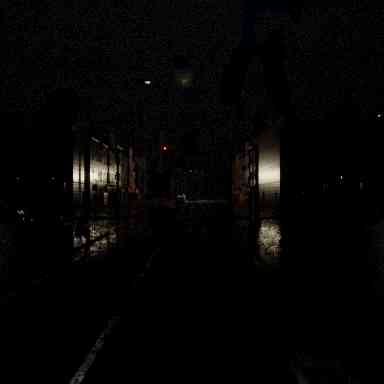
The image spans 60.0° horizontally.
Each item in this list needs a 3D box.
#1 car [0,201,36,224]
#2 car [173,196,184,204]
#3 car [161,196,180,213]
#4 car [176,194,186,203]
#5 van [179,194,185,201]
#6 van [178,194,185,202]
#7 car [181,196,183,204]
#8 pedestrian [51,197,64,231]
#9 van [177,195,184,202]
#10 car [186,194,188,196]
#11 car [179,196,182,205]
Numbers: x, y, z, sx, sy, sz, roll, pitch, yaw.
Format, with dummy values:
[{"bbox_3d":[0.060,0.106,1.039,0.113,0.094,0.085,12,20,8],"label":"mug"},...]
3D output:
[{"bbox_3d":[-13.472,1.380,23.286,4.553,1.767,2.097,0,0,-1],"label":"car"},{"bbox_3d":[-2.648,1.555,66.393,1.967,1.590,4.097,0,0,0],"label":"car"},{"bbox_3d":[-2.641,1.565,38.197,1.752,1.417,4.829,0,0,0],"label":"car"},{"bbox_3d":[-2.647,1.537,60.788,1.967,1.590,4.097,0,0,0],"label":"car"},{"bbox_3d":[-2.653,1.537,88.816,1.690,1.788,3.998,0,0,0],"label":"van"},{"bbox_3d":[-2.652,1.516,83.210,1.690,1.788,3.998,0,0,0],"label":"van"},{"bbox_3d":[-2.645,1.647,49.577,1.802,1.307,4.206,0,0,0],"label":"car"},{"bbox_3d":[-7.098,1.147,17.516,0.375,1.860,0.375,0,0,0],"label":"pedestrian"},{"bbox_3d":[-2.651,1.495,77.605,1.690,1.788,3.998,0,0,0],"label":"van"},{"bbox_3d":[-2.649,1.449,72.000,2.192,1.841,5.009,0,0,0],"label":"car"},{"bbox_3d":[-2.643,1.596,43.972,1.887,1.381,4.507,0,0,0],"label":"car"}]
